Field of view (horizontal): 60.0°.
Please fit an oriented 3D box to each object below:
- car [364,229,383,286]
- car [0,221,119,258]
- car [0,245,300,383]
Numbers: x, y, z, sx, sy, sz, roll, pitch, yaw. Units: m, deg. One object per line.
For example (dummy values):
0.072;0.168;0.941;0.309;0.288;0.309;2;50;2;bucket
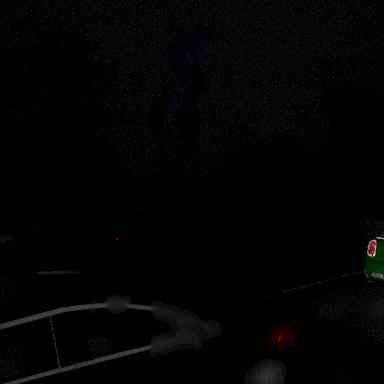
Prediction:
6.264;1.352;8.167;4.553;1.767;2.097;0;0;-35;car
-4.206;1.564;9.579;4.181;1.385;1.994;0;0;-35;car
-1.053;1.491;2.975;4.902;1.511;2.128;0;0;-36;car
